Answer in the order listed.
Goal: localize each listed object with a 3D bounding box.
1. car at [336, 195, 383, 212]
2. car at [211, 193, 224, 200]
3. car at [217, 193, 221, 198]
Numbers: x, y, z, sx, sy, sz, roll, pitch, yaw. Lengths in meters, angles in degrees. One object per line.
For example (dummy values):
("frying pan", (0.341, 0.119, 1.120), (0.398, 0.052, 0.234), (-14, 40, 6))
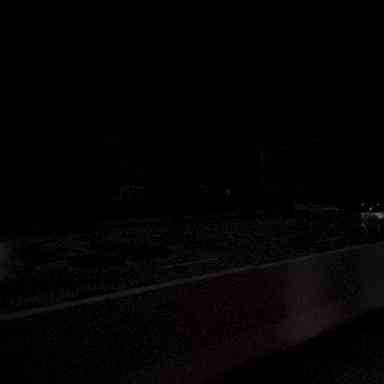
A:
("car", (15.550, 1.171, 31.296), (1.895, 1.301, 4.718), (-1, 0, -4))
("car", (5.436, 0.874, 70.323), (1.994, 1.385, 4.181), (-1, 1, -6))
("car", (5.095, 1.137, 49.897), (1.895, 1.301, 4.718), (-1, 1, -35))
